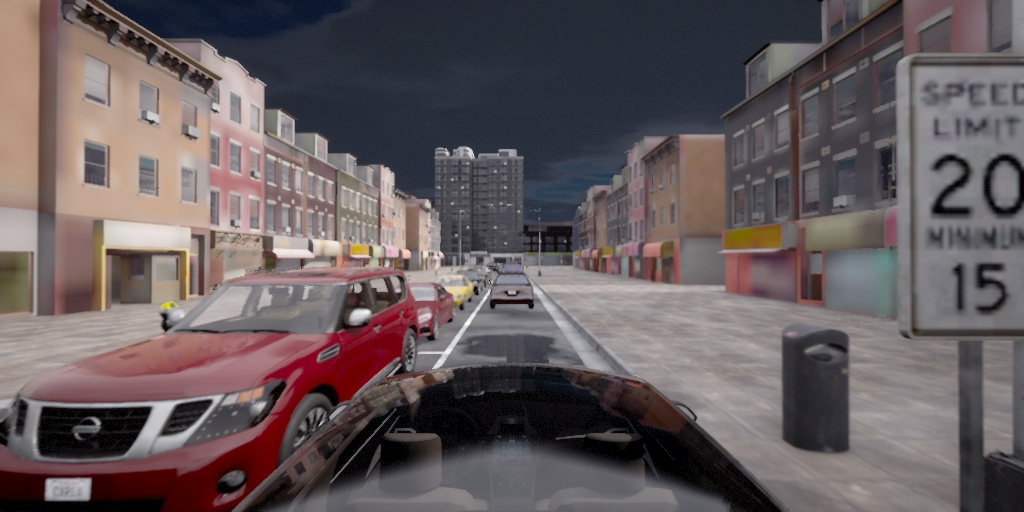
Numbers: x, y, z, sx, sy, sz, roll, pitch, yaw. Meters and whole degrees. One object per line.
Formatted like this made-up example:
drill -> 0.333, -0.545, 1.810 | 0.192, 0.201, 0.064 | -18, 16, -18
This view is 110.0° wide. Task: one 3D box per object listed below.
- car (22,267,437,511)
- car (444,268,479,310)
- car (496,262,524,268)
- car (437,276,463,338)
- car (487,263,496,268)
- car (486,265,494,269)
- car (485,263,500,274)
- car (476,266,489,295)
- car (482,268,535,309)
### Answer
car -> -2.638, 1.092, 4.640 | 2.192, 1.841, 5.009 | 0, 0, 0
car -> -2.638, 1.406, 15.374 | 1.751, 1.417, 4.829 | 0, 0, 0
car -> 0.003, 1.379, 30.925 | 2.097, 1.767, 4.553 | 0, -1, 0
car -> -2.638, 1.411, 10.092 | 1.802, 1.307, 4.207 | 0, 0, 0
car -> -2.637, 1.588, 31.899 | 2.007, 1.370, 4.403 | 0, 0, 0
car -> -2.637, 1.551, 26.447 | 1.948, 1.339, 4.313 | 0, 0, 0
car -> -2.749, 1.729, 51.256 | 1.837, 1.490, 4.892 | 0, -1, 0
car -> -2.638, 1.499, 20.995 | 1.948, 1.339, 4.313 | 0, 0, 0
car -> 0.001, 1.431, 15.841 | 2.033, 1.411, 5.357 | 0, -1, 0
